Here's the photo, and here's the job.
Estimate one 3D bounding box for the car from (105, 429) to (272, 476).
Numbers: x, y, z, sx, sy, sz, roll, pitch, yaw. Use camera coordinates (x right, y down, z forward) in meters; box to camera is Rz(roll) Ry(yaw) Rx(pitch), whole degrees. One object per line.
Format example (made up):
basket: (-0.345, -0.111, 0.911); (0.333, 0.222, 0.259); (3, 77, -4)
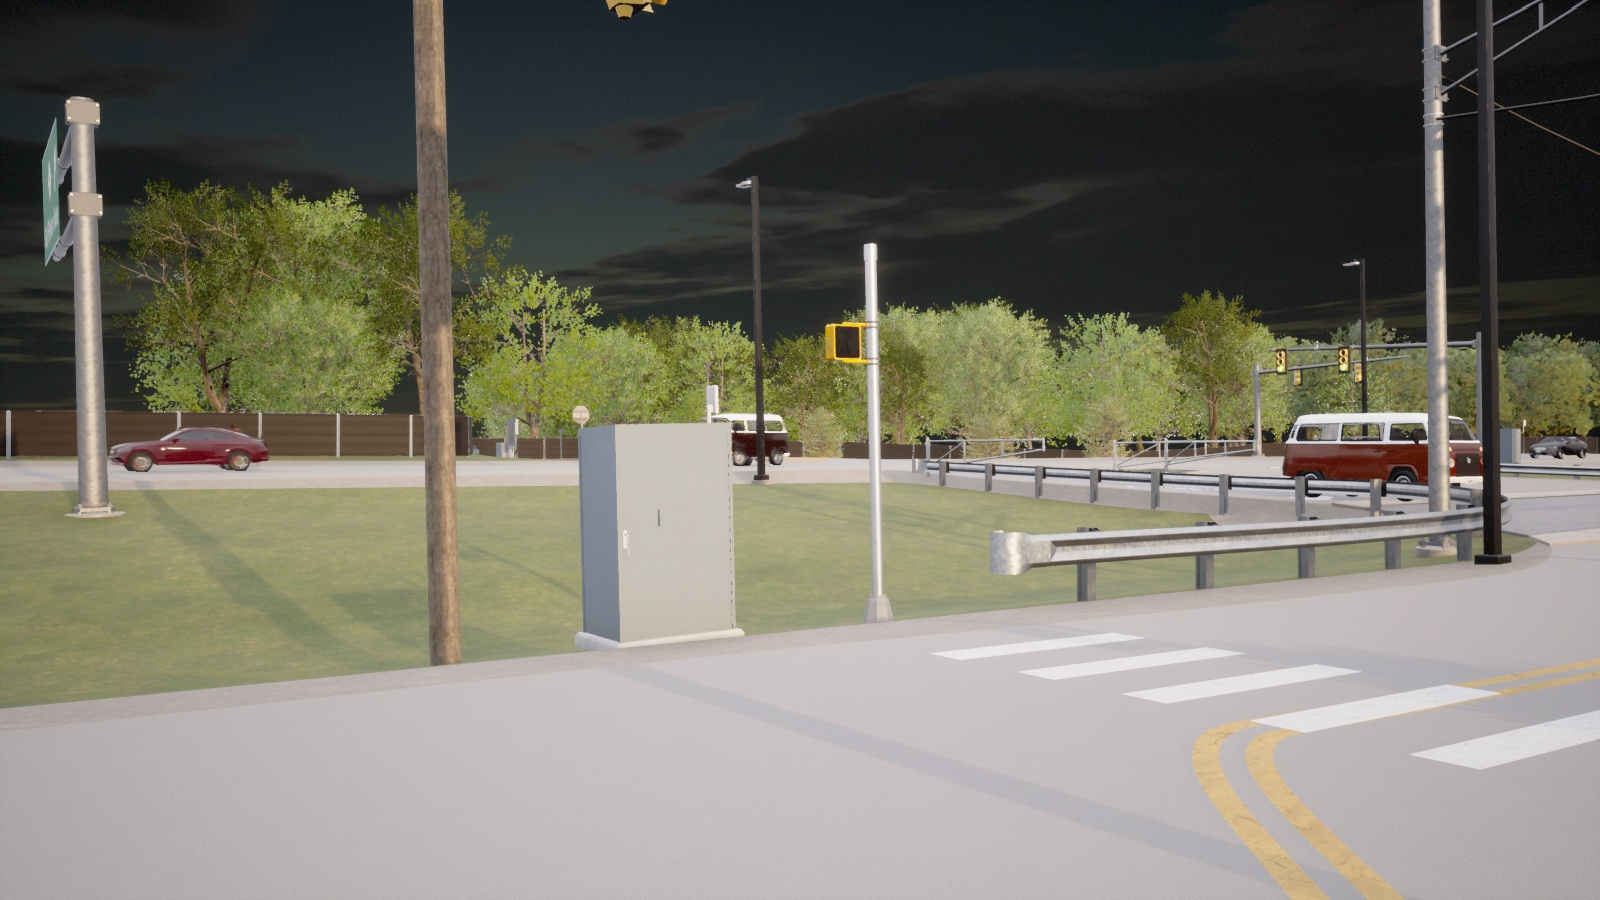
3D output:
car: (-19.779, 0.067, 40.681); (4.674, 1.442, 1.812); (-1, 0, -33)

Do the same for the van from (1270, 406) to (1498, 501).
van: (13.654, 0.076, 29.631); (2.069, 2.038, 4.480); (0, 0, -30)

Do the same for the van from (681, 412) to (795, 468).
van: (-2.341, -0.386, 48.565); (2.069, 2.038, 4.480); (1, 1, 35)

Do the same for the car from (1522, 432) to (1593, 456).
car: (49.737, -0.395, 82.433); (4.902, 1.511, 2.128); (0, 0, -33)
